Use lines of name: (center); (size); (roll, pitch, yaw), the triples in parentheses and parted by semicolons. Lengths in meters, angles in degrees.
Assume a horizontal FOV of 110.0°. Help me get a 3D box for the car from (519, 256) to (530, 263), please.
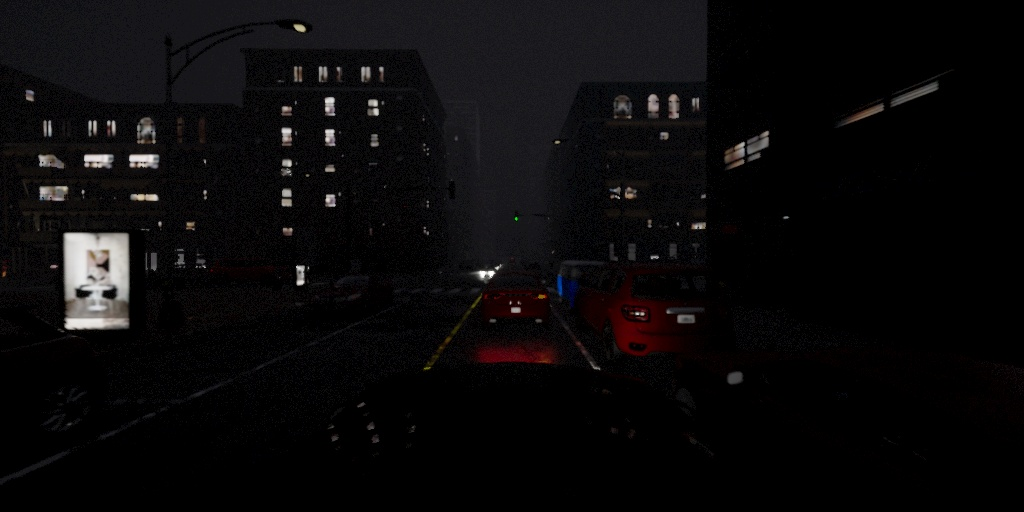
car: (2.664, 1.073, 62.396); (1.888, 1.381, 4.507); (0, 0, 0)

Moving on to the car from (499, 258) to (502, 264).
car: (-3.081, 1.097, 61.027); (1.994, 1.385, 4.181); (0, 0, 0)

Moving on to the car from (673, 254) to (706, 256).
car: (14.991, 0.876, 30.387); (4.902, 1.511, 2.128); (-1, 1, 0)

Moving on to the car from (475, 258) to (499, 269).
car: (-3.109, 1.074, 45.968); (2.128, 1.511, 4.902); (0, 0, 0)

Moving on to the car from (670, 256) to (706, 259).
car: (11.792, 0.972, 27.177); (4.892, 1.490, 1.837); (-1, 0, -2)

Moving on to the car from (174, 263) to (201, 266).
car: (-30.274, 1.454, 32.772); (4.097, 1.591, 1.967); (0, 0, 0)

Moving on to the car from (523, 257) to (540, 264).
car: (2.671, 1.165, 45.826); (1.802, 1.307, 4.207); (0, 0, 0)

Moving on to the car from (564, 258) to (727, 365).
car: (2.687, 1.040, 7.904); (2.192, 1.841, 5.009); (0, 0, 0)

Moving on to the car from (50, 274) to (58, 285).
car: (-27.972, 1.631, 24.150); (4.403, 1.370, 2.007); (0, 0, 0)

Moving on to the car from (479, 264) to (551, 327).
car: (0.095, 1.189, 11.427); (1.882, 1.535, 5.008); (0, 0, 0)

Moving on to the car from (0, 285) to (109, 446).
car: (-5.692, 1.187, 2.374); (1.967, 1.591, 4.097); (0, 0, 0)

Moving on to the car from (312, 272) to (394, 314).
car: (-5.697, 1.286, 13.429); (1.802, 1.307, 4.207); (0, 0, 0)

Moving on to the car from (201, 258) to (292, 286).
car: (-19.391, 1.145, 26.922); (5.566, 2.045, 2.150); (-1, 1, 0)

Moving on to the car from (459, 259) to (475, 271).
car: (-5.710, 1.149, 45.834); (1.948, 1.339, 4.313); (0, 0, 0)

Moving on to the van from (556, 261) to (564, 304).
van: (2.684, 1.044, 13.432); (1.690, 1.789, 3.998); (0, 0, 0)

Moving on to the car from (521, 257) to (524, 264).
car: (2.669, 1.130, 51.349); (1.948, 1.339, 4.313); (0, 0, 0)

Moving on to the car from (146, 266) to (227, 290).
car: (-22.402, 1.550, 24.193); (4.403, 1.370, 2.007); (0, 0, 0)

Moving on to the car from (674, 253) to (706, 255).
car: (15.760, 0.660, 32.990); (5.009, 1.841, 2.192); (0, 0, 0)

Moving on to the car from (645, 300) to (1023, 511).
car: (2.689, 1.292, 2.376); (1.888, 1.381, 4.507); (0, 0, 0)
